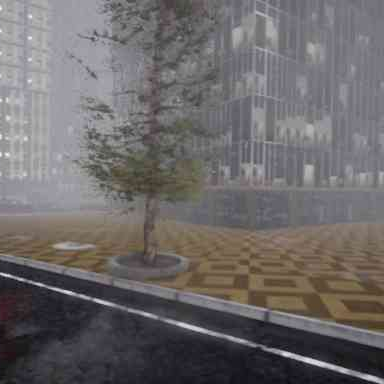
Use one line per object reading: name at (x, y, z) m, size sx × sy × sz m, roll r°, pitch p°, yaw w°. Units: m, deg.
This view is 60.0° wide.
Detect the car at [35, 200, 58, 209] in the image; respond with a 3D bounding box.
car at (-24.415, 2.064, 55.076) m, size 4.403 × 1.369 × 2.008 m, roll 0°, pitch 1°, yaw -34°

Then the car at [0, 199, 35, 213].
car at (-24.634, 1.952, 45.369) m, size 5.009 × 1.841 × 2.192 m, roll 0°, pitch 1°, yaw -34°

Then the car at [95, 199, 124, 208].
car at (-15.203, 2.101, 61.389) m, size 4.829 × 1.417 × 1.752 m, roll 0°, pitch 1°, yaw -34°

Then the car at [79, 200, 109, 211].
car at (-15.285, 2.245, 51.781) m, size 4.507 × 1.381 × 1.887 m, roll 0°, pitch 1°, yaw -34°
